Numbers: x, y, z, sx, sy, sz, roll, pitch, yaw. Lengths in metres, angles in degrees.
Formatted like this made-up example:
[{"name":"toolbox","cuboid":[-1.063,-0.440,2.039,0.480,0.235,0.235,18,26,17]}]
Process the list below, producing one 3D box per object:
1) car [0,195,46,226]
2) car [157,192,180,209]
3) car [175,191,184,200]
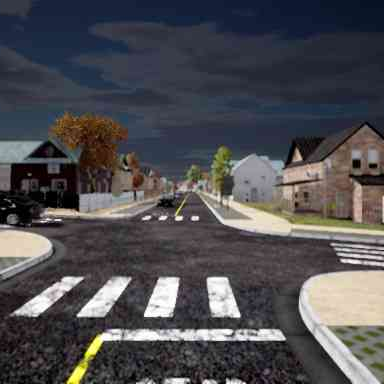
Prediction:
[{"name":"car","cuboid":[-10.283,0.925,17.382,4.892,1.490,1.837,2,7,-1]},{"name":"car","cuboid":[-2.682,1.064,36.557,1.994,1.385,4.181,0,1,0]},{"name":"car","cuboid":[-2.634,0.593,62.469,2.128,1.511,4.902,0,1,0]}]
